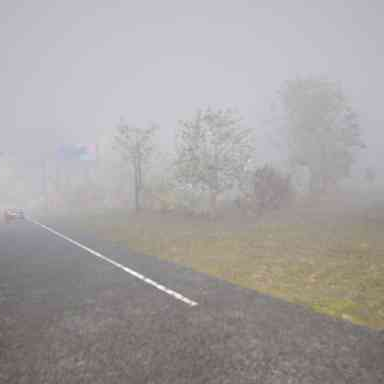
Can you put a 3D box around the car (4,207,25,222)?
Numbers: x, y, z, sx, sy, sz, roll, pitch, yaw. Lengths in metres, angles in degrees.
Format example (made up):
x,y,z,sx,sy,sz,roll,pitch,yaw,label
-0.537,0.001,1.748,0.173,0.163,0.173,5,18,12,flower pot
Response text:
x,y,z,sx,sy,sz,roll,pitch,yaw,label
-20.659,2.665,38.908,2.128,1.511,4.902,-3,0,-29,car

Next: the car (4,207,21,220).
x,y,z,sx,sy,sz,roll,pitch,yaw,label
-25.201,2.910,46.703,1.882,1.535,5.008,-3,0,-30,car
